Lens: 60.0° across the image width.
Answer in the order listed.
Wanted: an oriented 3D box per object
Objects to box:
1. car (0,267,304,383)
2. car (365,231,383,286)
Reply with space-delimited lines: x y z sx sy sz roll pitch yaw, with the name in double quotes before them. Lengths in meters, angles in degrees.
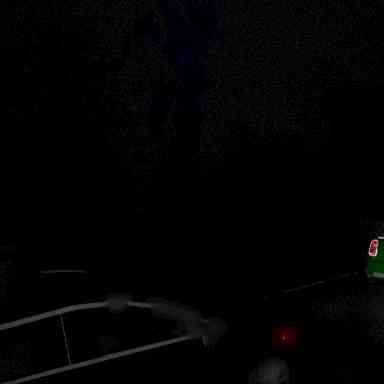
"car" -0.998 1.491 3.014 4.902 1.511 2.128 0 0 -36
"car" 6.320 1.352 8.204 4.553 1.767 2.097 0 0 -35
